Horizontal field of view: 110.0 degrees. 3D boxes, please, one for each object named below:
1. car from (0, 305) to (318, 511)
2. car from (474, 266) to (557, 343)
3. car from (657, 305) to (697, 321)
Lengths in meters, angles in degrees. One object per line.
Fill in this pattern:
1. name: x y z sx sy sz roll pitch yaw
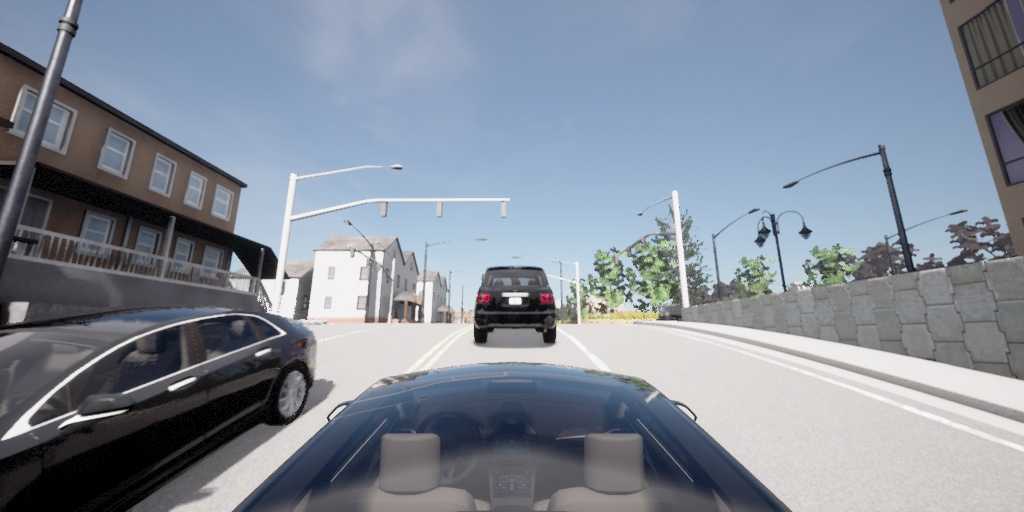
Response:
1. car: -3.585 1.269 3.008 1.837 1.490 4.892 0 -1 0
2. car: 0.090 1.499 11.227 2.150 2.045 5.566 0 -7 0
3. car: 13.911 4.677 28.176 4.553 1.767 2.097 0 -12 1
